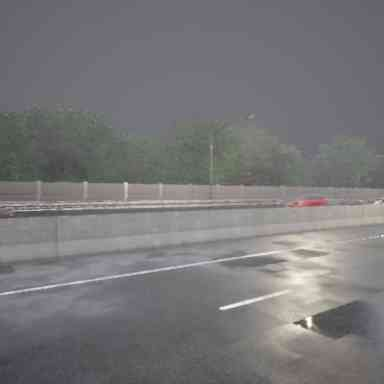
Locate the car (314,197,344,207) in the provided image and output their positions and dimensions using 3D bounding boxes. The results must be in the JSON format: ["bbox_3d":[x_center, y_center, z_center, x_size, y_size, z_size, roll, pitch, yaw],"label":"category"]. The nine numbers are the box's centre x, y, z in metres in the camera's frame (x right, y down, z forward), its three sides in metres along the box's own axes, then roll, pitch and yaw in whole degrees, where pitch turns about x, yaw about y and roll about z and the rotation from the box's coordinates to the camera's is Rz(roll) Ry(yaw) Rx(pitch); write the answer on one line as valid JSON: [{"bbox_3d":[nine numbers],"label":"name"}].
[{"bbox_3d":[16.255,1.597,37.140,5.008,1.535,1.882,0,0,-36],"label":"car"}]

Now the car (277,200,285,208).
[{"bbox_3d":[13.309,1.476,43.636,4.553,1.767,2.097,0,0,-36],"label":"car"}]

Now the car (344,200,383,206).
[{"bbox_3d":[18.342,1.611,34.330,4.902,1.511,2.128,0,0,-36],"label":"car"}]

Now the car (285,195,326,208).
[{"bbox_3d":[14.164,1.340,39.949,5.566,2.045,2.150,0,0,-36],"label":"car"}]

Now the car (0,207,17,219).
[{"bbox_3d":[-13.326,1.528,20.279,4.674,1.442,1.812,0,0,-35],"label":"car"}]
